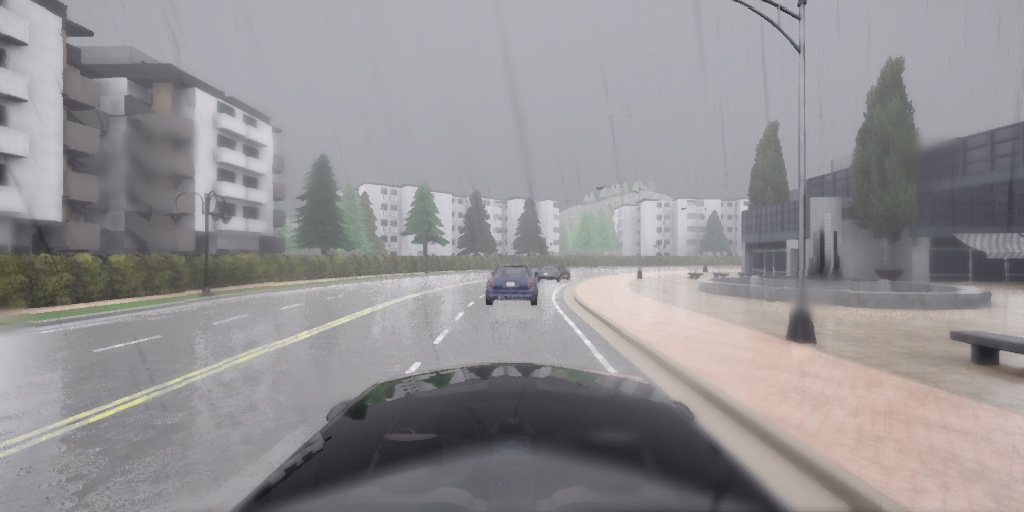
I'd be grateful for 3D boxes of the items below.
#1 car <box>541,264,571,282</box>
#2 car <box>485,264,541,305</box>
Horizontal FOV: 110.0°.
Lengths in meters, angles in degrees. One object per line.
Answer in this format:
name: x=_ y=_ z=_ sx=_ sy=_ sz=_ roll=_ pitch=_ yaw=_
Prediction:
car: x=3.345 y=1.322 z=28.848 sx=1.994 sy=1.385 sz=4.181 roll=0 pitch=0 yaw=24
car: x=0.119 y=1.116 z=16.055 sx=2.097 sy=1.767 sz=4.553 roll=0 pitch=0 yaw=5
